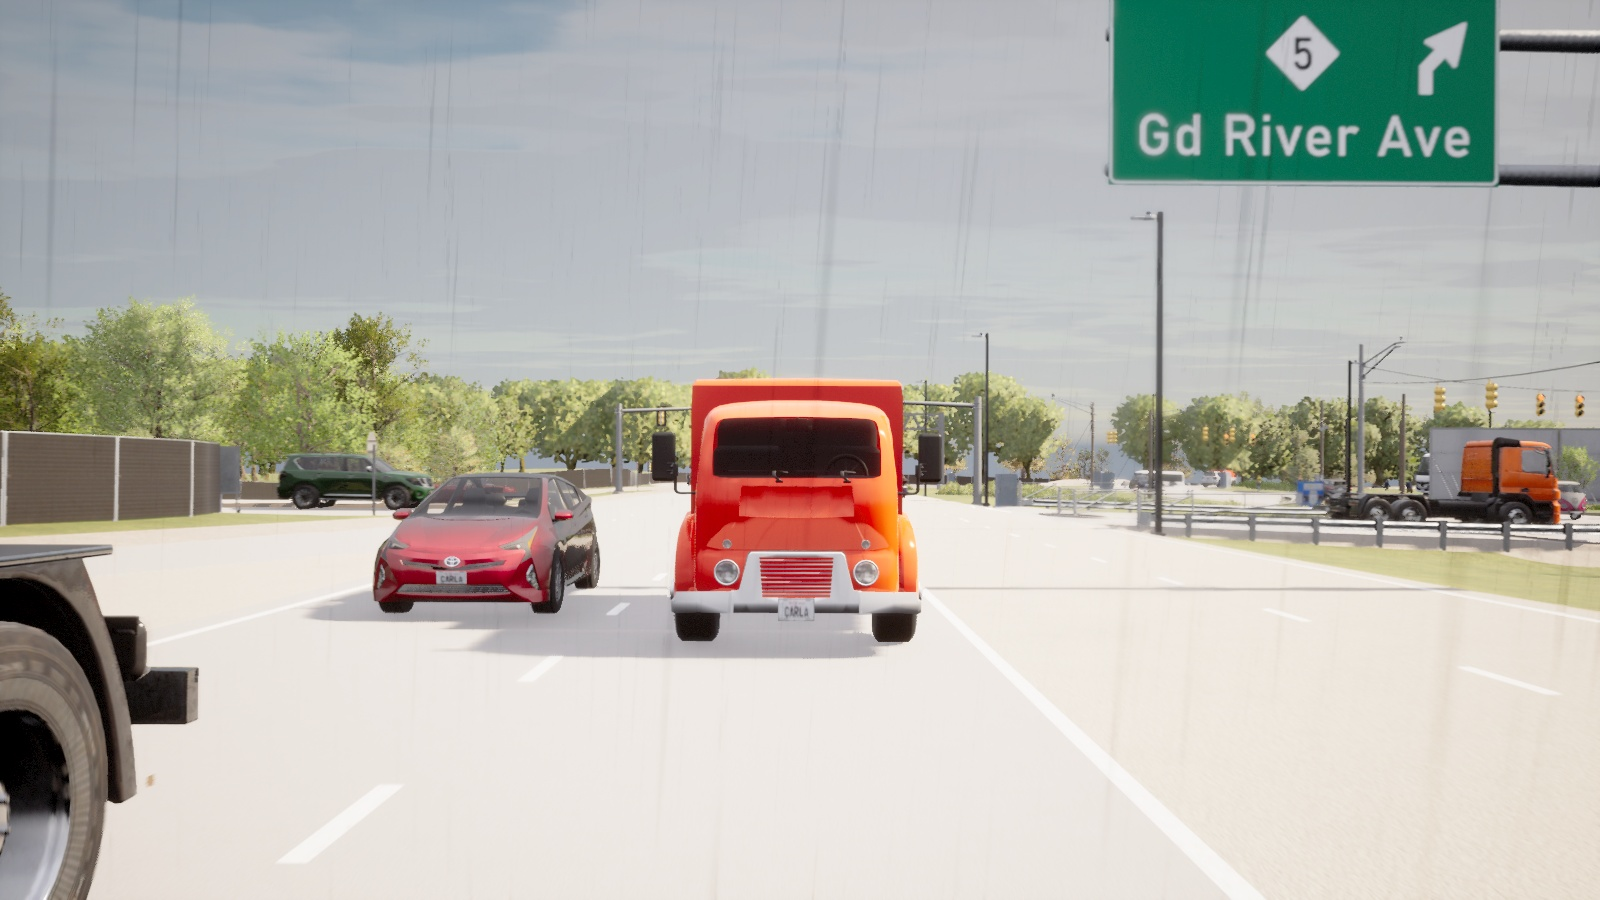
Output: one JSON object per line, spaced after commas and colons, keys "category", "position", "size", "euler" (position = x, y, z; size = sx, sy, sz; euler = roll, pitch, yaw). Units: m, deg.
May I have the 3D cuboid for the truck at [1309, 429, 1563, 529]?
{"category": "truck", "position": [23.392, 1.062, 46.427], "size": [7.936, 3.462, 2.891], "euler": [1, -1, -1]}

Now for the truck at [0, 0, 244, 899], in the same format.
{"category": "truck", "position": [-3.506, -0.142, 0.692], "size": [2.891, 3.462, 7.936], "euler": [0, -1, 0]}

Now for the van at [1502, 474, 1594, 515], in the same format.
{"category": "van", "position": [38.415, 2.263, 64.659], "size": [1.775, 1.987, 4.442], "euler": [0, -1, -5]}

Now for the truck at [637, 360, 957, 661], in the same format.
{"category": "truck", "position": [-0.033, 0.541, 12.937], "size": [2.627, 2.467, 5.204], "euler": [0, -1, 0]}

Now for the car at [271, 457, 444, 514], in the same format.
{"category": "car", "position": [-16.204, 1.288, 46.200], "size": [5.566, 2.045, 2.150], "euler": [0, -1, 0]}

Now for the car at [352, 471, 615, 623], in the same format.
{"category": "car", "position": [-3.536, 1.021, 14.975], "size": [2.007, 1.525, 4.514], "euler": [0, -1, 0]}
